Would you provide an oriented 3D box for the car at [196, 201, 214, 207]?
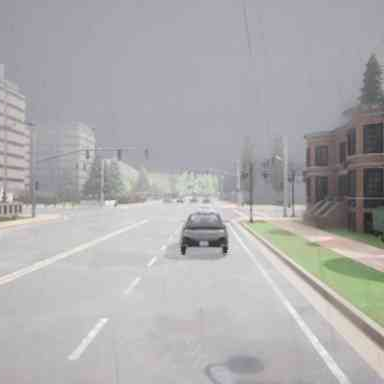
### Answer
[{"bbox_3d":[1.254,1.802,29.198,1.812,1.442,4.674,0,0,5],"label":"car"}]

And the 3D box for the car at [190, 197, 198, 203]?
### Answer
[{"bbox_3d":[0.408,2.341,91.383,1.837,1.490,4.892,0,-1,3],"label":"car"}]

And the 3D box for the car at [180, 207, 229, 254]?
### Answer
[{"bbox_3d":[0.537,1.627,14.135,2.128,1.511,4.902,0,0,3],"label":"car"}]

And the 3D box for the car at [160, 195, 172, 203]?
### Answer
[{"bbox_3d":[-6.678,2.177,89.553,2.097,1.767,4.553,0,-1,3],"label":"car"}]

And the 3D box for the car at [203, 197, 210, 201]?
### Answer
[{"bbox_3d":[3.905,2.324,91.231,1.882,1.535,5.008,0,-1,3],"label":"car"}]

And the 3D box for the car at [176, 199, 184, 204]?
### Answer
[{"bbox_3d":[-3.185,2.423,89.338,1.895,1.301,4.718,0,-1,3],"label":"car"}]
